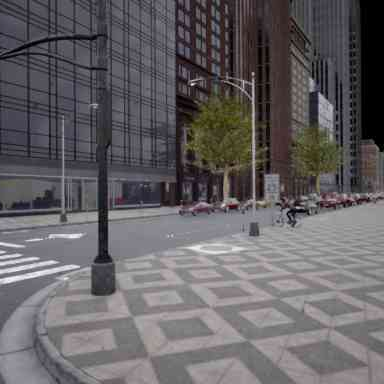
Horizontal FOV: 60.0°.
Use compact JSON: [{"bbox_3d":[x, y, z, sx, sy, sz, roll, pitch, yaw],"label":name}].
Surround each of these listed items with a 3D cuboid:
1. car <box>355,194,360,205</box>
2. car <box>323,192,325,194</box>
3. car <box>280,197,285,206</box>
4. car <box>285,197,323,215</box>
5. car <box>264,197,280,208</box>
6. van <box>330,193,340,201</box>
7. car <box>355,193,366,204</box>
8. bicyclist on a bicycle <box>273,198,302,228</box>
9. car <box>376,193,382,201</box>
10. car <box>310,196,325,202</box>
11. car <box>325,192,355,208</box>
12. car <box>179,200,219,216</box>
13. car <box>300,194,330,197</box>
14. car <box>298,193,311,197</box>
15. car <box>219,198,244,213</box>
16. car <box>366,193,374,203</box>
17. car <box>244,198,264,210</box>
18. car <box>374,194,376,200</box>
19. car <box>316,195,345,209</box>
[{"bbox_3d":[23.451,1.379,50.114,1.947,1.339,4.313,0,0,35],"label":"car"},{"bbox_3d":[22.175,1.053,52.796,2.150,2.045,5.566,-1,0,35],"label":"car"},{"bbox_3d":[13.236,1.456,50.306,1.947,1.339,4.313,0,0,35],"label":"car"},{"bbox_3d":[10.668,1.425,31.531,1.947,1.339,4.313,0,0,35],"label":"car"},{"bbox_3d":[9.943,1.427,45.519,1.752,1.417,4.829,0,0,35],"label":"car"},{"bbox_3d":[35.607,1.187,82.831,1.690,1.788,3.998,-1,0,35],"label":"van"},{"bbox_3d":[26.646,1.119,54.760,2.192,1.841,5.009,0,0,35],"label":"car"},{"bbox_3d":[5.240,1.177,18.414,1.656,1.620,0.582,-1,0,35],"label":"bicyclist on a bicycle"},{"bbox_3d":[42.625,1.360,77.988,1.802,1.307,4.206,-1,0,35],"label":"car"},{"bbox_3d":[26.021,1.419,68.892,1.947,1.339,4.313,0,0,35],"label":"car"},{"bbox_3d":[20.254,1.137,45.470,2.192,1.841,5.009,0,0,35],"label":"car"},{"bbox_3d":[0.452,1.525,31.720,1.802,1.307,4.206,0,0,35],"label":"car"},{"bbox_3d":[16.489,1.340,44.529,2.128,1.511,4.902,-1,0,35],"label":"car"},{"bbox_3d":[19.628,1.416,59.599,1.887,1.381,4.507,0,0,35],"label":"car"},{"bbox_3d":[3.646,1.367,36.366,1.967,1.590,4.097,0,0,35],"label":"car"},{"bbox_3d":[33.038,1.101,64.053,2.192,1.841,5.009,0,0,35],"label":"car"},{"bbox_3d":[6.844,1.495,41.013,1.802,1.307,4.206,0,0,35],"label":"car"},{"bbox_3d":[36.330,1.304,68.837,1.752,1.417,4.829,-1,0,35],"label":"car"},{"bbox_3d":[17.059,1.378,40.823,1.887,1.381,4.507,0,0,35],"label":"car"}]
